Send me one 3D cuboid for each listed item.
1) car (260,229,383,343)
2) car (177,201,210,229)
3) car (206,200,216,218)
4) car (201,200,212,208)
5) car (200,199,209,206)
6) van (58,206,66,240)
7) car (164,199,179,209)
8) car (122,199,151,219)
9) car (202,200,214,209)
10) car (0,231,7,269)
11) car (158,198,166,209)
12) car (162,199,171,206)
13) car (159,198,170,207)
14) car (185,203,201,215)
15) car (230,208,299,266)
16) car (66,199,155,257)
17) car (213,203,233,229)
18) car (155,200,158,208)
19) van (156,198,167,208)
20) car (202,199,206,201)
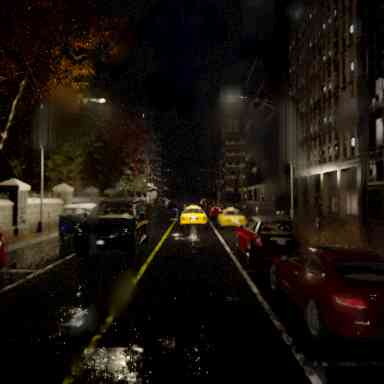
[{"bbox_3d":[2.701,1.653,6.386,1.802,1.307,4.206,1,-1,0],"label":"car"},{"bbox_3d":[0.113,1.711,23.842,1.801,1.575,5.366,0,-1,0],"label":"car"},{"bbox_3d":[2.719,1.805,34.473,1.967,1.590,4.097,1,-1,0],"label":"car"},{"bbox_3d":[2.734,2.177,62.559,1.887,1.381,4.507,1,-1,0],"label":"car"},{"bbox_3d":[2.740,2.261,73.962,1.752,1.417,4.829,1,-1,0],"label":"car"},{"bbox_3d":[-5.670,1.530,17.679,1.690,1.788,3.998,1,-1,0],"label":"van"},{"bbox_3d":[-3.037,2.160,54.875,1.895,1.301,4.718,0,-1,0],"label":"car"},{"bbox_3d":[-5.660,1.679,34.520,2.192,1.841,5.009,1,-1,0],"label":"car"},{"bbox_3d":[2.731,2.124,56.942,1.887,1.381,4.507,1,-1,0],"label":"car"},{"bbox_3d":[-5.676,1.385,6.452,2.192,1.841,5.009,1,-1,0],"label":"car"},{"bbox_3d":[-5.650,2.102,56.803,1.752,1.417,4.829,1,-1,0],"label":"car"},{"bbox_3d":[-5.640,2.257,73.644,1.752,1.417,4.829,1,-1,0],"label":"car"},{"bbox_3d":[-5.642,2.122,68.200,1.967,1.590,4.097,1,-1,0],"label":"car"},{"bbox_3d":[0.123,2.036,41.688,1.895,1.301,4.718,0,-1,0],"label":"car"},{"bbox_3d":[2.706,1.571,12.004,1.967,1.590,4.097,1,-1,0],"label":"car"},{"bbox_3d":[-3.094,1.372,13.986,2.150,2.045,5.566,0,-1,0],"label":"car"},{"bbox_3d":[2.712,1.776,23.408,1.752,1.417,4.829,1,-1,0],"label":"car"},{"bbox_3d":[-5.660,1.964,40.132,1.887,1.381,4.507,1,-1,0],"label":"car"},{"bbox_3d":[-5.644,1.972,62.588,1.690,1.788,3.998,1,-1,0],"label":"van"},{"bbox_3d":[2.724,2.019,45.707,1.887,1.381,4.507,1,-1,0],"label":"car"}]
